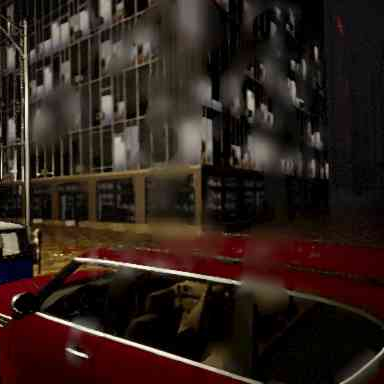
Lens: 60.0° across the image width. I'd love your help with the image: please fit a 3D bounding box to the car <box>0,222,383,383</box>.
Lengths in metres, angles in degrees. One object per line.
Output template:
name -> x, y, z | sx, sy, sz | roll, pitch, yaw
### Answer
car -> -0.156, 1.324, 3.009 | 5.009, 1.841, 2.192 | 0, -1, 36
